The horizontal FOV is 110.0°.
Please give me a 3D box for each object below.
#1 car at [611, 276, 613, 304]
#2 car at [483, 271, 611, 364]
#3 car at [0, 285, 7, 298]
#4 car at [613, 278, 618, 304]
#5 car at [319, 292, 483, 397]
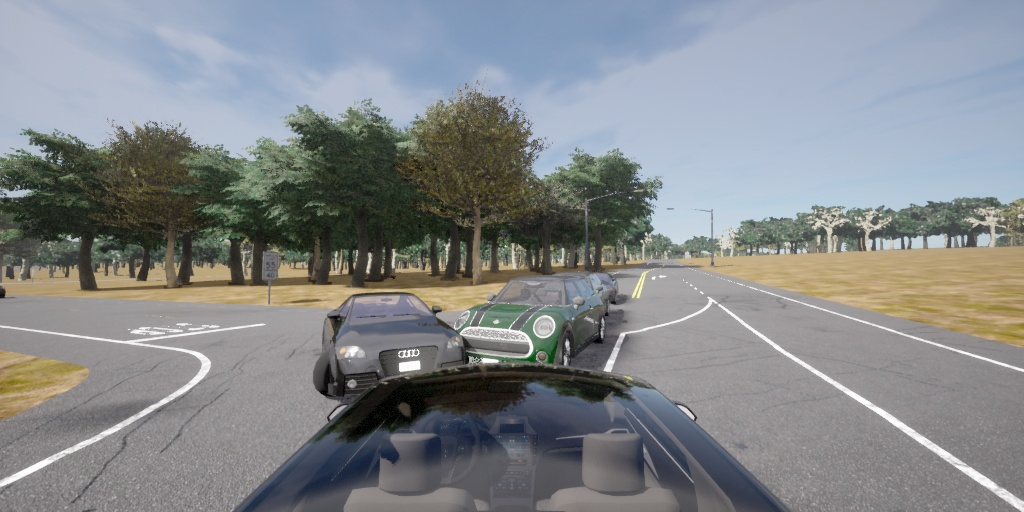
[{"bbox_3d":[2.023,1.344,12.143,2.097,1.767,4.553,-1,-1,21],"label":"car"},{"bbox_3d":[0.617,1.218,7.830,2.097,1.767,4.553,-1,-2,26],"label":"car"},{"bbox_3d":[-40.861,2.562,27.387,4.181,1.385,1.994,-2,-3,22],"label":"car"},{"bbox_3d":[4.217,1.509,17.870,1.994,1.385,4.181,-1,0,19],"label":"car"},{"bbox_3d":[-2.355,1.376,6.625,1.994,1.385,4.181,1,-2,-29],"label":"car"}]
